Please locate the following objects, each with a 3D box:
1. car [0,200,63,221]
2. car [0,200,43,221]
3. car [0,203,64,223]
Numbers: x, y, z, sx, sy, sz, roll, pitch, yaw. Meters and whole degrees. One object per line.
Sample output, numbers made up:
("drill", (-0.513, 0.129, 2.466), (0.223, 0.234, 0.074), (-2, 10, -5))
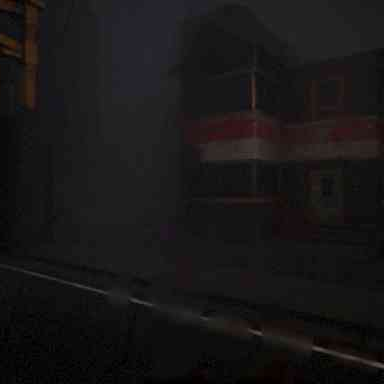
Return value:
("car", (-11.632, 1.290, 24.178), (1.853, 1.218, 4.536), (0, 0, 15))
("car", (-14.845, 1.447, 26.804), (4.974, 1.542, 2.038), (0, 0, -30))
("car", (-11.645, 1.447, 24.127), (2.038, 1.542, 4.974), (0, 0, 15))
